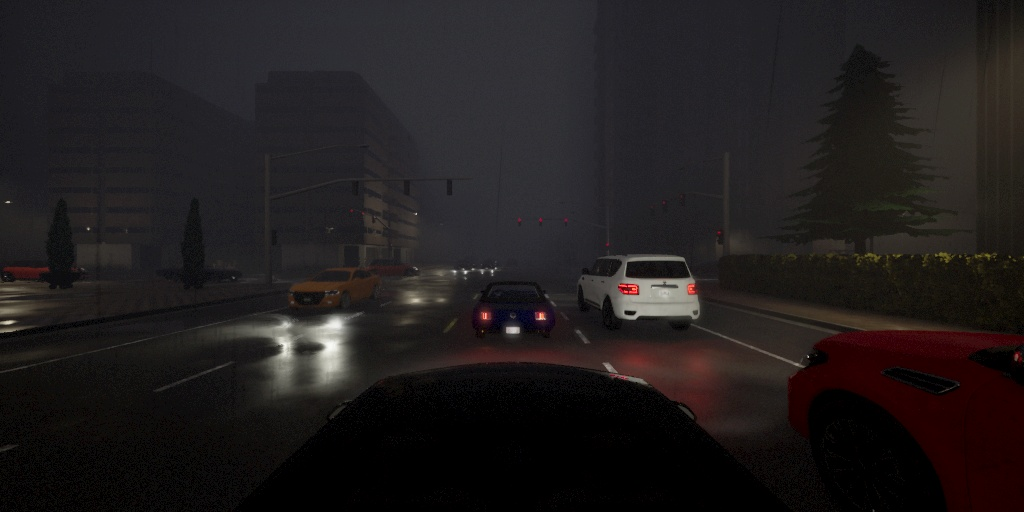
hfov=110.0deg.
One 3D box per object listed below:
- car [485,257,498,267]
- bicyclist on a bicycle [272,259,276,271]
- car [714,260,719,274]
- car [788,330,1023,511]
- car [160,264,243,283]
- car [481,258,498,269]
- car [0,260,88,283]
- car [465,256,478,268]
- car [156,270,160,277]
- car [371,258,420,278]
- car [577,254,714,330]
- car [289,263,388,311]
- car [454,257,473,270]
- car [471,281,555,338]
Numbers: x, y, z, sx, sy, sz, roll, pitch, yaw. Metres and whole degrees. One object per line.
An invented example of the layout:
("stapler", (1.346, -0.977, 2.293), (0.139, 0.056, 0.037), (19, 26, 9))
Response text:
("car", (-3.629, 1.102, 65.319), (2.097, 1.767, 4.553), (0, 0, 0))
("bicyclist on a bicycle", (-28.686, 1.051, 42.798), (0.582, 1.620, 1.656), (0, 0, 1))
("car", (20.832, 1.228, 37.580), (5.008, 1.535, 1.882), (0, 0, 1))
("car", (3.601, 0.971, 0.892), (2.150, 2.045, 5.566), (0, 0, 0))
("car", (-23.348, 1.351, 27.268), (4.718, 1.301, 1.895), (0, 0, 0))
("car", (-3.661, 1.255, 55.431), (1.837, 1.490, 4.892), (0, 0, 0))
("car", (-35.502, 1.102, 27.376), (4.553, 1.767, 2.097), (0, 0, 1))
("car", (-7.150, 0.971, 61.217), (2.150, 2.045, 5.566), (0, 0, 0))
("car", (-27.392, 1.351, 30.803), (4.718, 1.301, 1.895), (0, 0, 1))
("car", (-10.663, 1.101, 32.214), (4.553, 1.767, 2.097), (0, 0, -16))
("car", (3.577, 0.971, 11.253), (2.150, 2.045, 5.566), (0, 0, -2))
("car", (-7.032, 1.227, 14.761), (1.882, 1.535, 5.008), (0, 0, -1))
("car", (-7.142, 1.276, 51.519), (1.812, 1.442, 4.674), (0, 0, 0))
("car", (0.047, 1.351, 10.125), (1.895, 1.301, 4.718), (0, 0, 0))
